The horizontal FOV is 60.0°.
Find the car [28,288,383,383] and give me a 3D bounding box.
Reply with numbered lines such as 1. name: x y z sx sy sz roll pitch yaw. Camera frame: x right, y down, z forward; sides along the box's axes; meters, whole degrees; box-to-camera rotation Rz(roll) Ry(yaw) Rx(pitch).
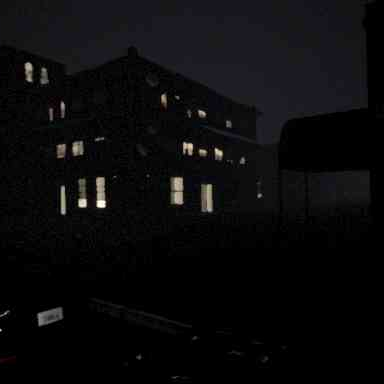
1. car: 1.063 1.567 2.131 4.313 1.339 1.947 0 -1 36

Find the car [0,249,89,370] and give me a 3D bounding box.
1. car: -3.450 1.595 5.350 4.313 1.339 1.947 0 -1 35
